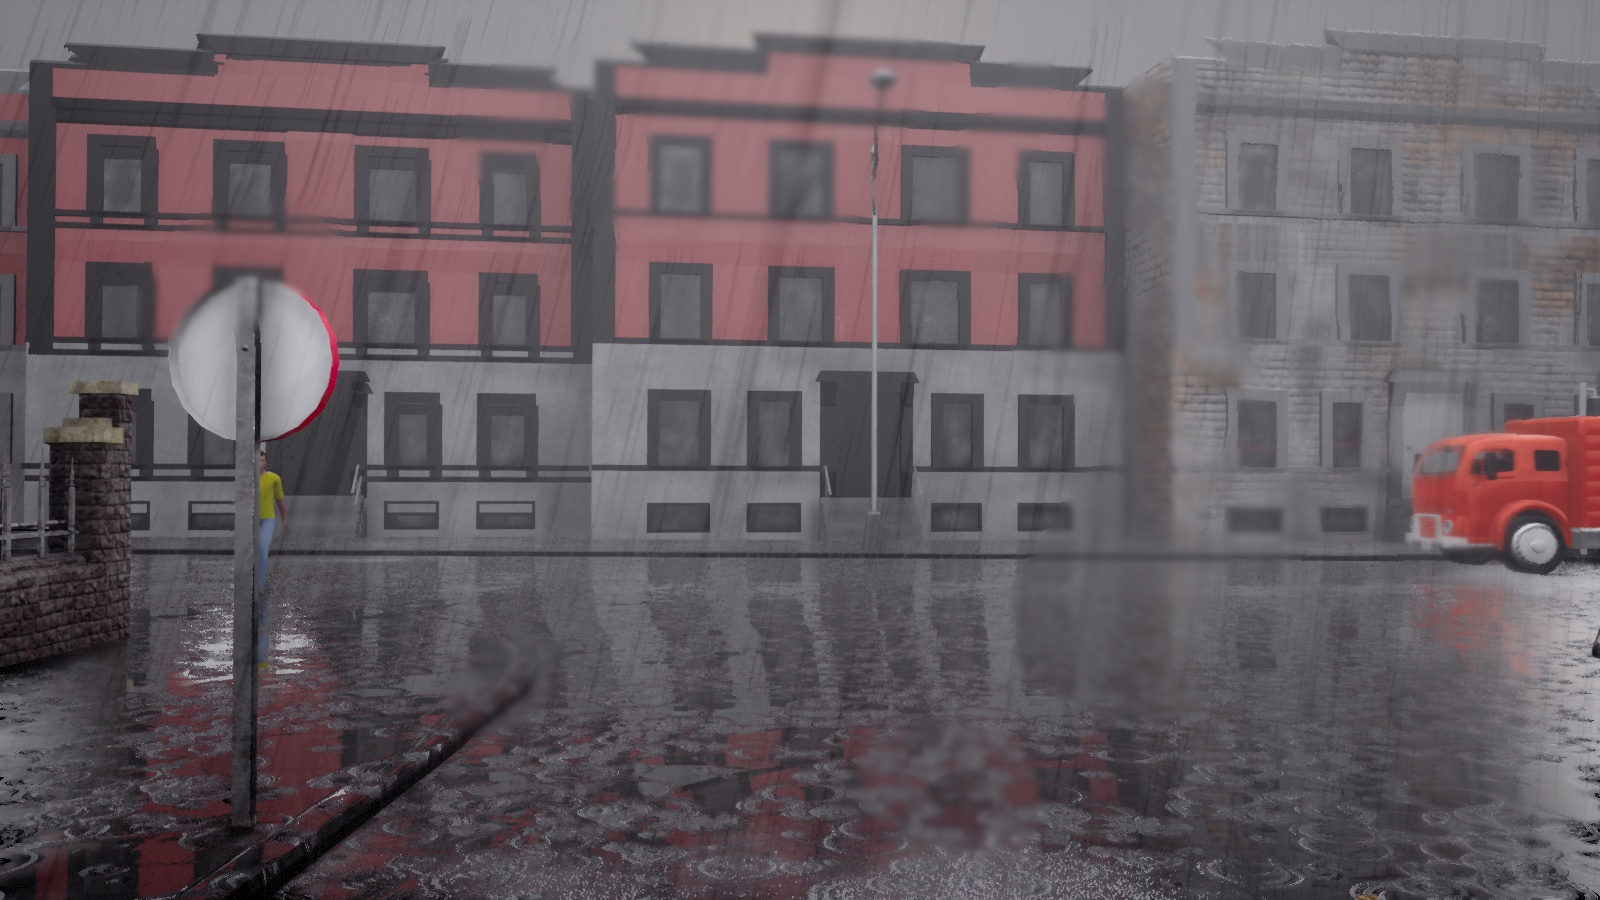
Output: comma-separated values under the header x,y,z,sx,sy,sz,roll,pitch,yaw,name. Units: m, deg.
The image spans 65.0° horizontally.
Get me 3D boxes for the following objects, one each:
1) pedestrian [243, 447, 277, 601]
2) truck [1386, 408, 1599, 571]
x,y,z,sx,sy,sz,roll,pitch,yaw,name
-6.597,0.888,15.347,0.354,1.836,0.706,0,-1,-21,pedestrian
12.705,0.618,20.310,5.204,2.467,2.627,0,-1,1,truck
